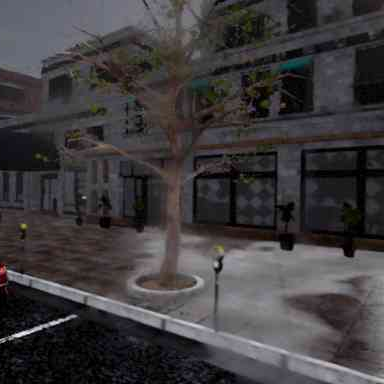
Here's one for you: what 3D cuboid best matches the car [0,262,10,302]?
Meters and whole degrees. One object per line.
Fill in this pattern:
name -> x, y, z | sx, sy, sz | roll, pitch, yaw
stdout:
car -> -5.238, 1.530, 6.619 | 4.206, 1.307, 1.802 | 0, 1, 36
